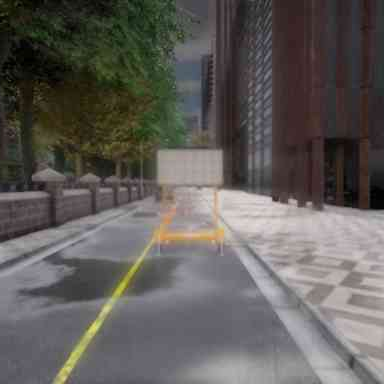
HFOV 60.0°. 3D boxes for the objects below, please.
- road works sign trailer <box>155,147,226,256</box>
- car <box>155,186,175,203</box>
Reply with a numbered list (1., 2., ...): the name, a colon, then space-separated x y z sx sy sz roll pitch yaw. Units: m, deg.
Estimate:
1. road works sign trailer: -0.061 0.198 11.880 2.380 3.560 2.880 0 1 0
2. car: -3.307 0.273 41.630 2.150 2.045 5.566 0 1 0
